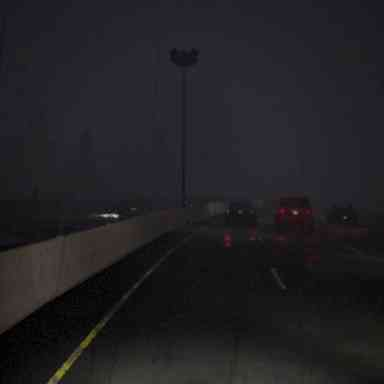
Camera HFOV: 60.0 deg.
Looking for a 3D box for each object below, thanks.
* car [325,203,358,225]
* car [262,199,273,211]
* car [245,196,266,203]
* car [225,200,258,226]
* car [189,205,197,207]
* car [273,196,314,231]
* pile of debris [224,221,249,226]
[{"bbox_3d":[11.240,1.553,25.209,2.128,1.511,4.902,0,0,17],"label":"car"},{"bbox_3d":[10.174,1.580,41.242,1.837,1.490,4.892,0,0,26],"label":"car"},{"bbox_3d":[13.782,1.602,71.832,2.128,1.511,4.902,0,0,41],"label":"car"},{"bbox_3d":[3.680,1.385,24.204,2.097,1.767,4.553,0,0,14],"label":"car"},{"bbox_3d":[1.489,1.648,39.721,1.895,1.301,4.718,0,0,24],"label":"car"},{"bbox_3d":[6.422,1.264,21.162,2.150,2.045,5.566,0,0,14],"label":"car"},{"bbox_3d":[3.112,2.210,23.137,1.500,0.140,1.860,0,0,15],"label":"pile of debris"}]
